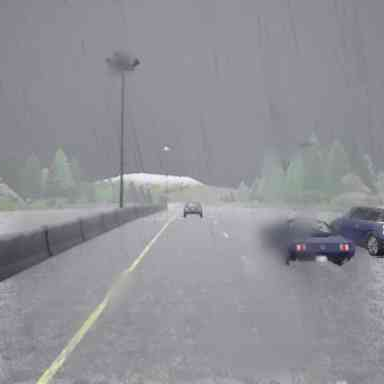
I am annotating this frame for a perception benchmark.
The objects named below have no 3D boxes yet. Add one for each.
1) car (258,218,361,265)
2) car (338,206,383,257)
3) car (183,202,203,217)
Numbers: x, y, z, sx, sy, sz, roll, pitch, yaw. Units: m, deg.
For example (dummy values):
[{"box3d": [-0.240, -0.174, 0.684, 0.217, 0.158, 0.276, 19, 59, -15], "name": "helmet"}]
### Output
[{"box3d": [3.600, 1.561, 11.445, 1.895, 1.301, 4.718, 0, 0, 0], "name": "car"}, {"box3d": [7.100, 1.314, 12.793, 2.097, 1.767, 4.553, 0, 0, 0], "name": "car"}, {"box3d": [0.099, 1.729, 33.202, 2.033, 1.411, 5.357, 0, -2, 0], "name": "car"}]
